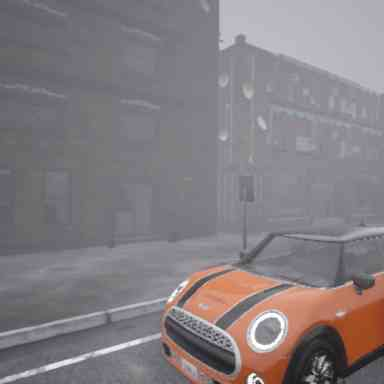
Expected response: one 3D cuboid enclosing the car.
[{"bbox_3d":[1.802,1.346,4.966,4.553,1.767,2.097,0,0,-35],"label":"car"}]
